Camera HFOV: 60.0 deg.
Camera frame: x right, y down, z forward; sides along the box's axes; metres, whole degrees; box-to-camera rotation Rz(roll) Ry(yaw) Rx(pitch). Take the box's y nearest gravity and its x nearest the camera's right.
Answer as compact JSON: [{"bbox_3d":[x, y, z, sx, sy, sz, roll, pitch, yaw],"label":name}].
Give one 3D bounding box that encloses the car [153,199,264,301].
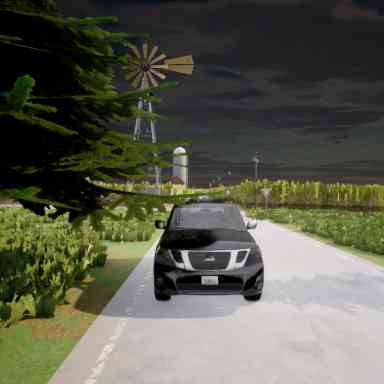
[{"bbox_3d":[0.334,1.221,8.691,2.150,2.045,5.566,0,0,0],"label":"car"}]
